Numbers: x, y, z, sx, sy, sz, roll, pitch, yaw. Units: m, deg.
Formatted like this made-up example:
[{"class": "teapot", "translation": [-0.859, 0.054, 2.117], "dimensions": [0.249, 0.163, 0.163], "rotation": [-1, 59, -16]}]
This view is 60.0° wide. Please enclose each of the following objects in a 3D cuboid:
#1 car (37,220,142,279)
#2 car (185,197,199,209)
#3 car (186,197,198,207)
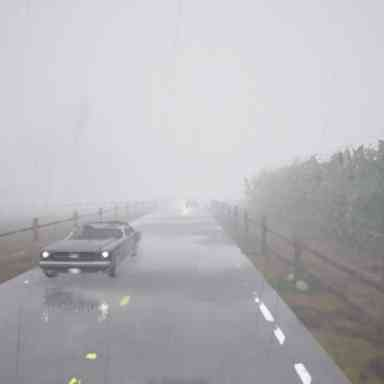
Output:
[{"class": "car", "translation": [-2.806, 1.593, 10.193], "dimensions": [1.895, 1.301, 4.718], "rotation": [0, 0, 0]}, {"class": "car", "translation": [0.006, 1.598, 46.733], "dimensions": [2.128, 1.511, 4.902], "rotation": [0, 0, 0]}, {"class": "car", "translation": [0.008, 1.682, 57.156], "dimensions": [1.837, 1.490, 4.892], "rotation": [0, 0, 0]}]
